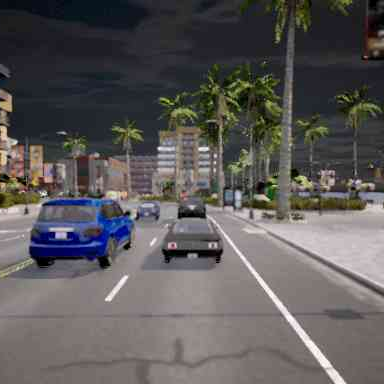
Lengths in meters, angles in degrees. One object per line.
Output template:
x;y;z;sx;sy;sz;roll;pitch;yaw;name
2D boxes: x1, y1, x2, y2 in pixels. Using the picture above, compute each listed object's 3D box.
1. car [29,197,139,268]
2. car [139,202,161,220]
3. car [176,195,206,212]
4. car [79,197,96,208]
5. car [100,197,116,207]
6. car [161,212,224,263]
-3.466;1.239;11.527;2.150;2.045;5.566;0;0;0;car
-3.682;1.563;28.345;1.812;1.442;4.674;0;0;-3;car
-0.079;1.258;26.566;2.150;2.045;5.566;0;0;-2;car
-16.013;1.559;50.813;2.128;1.511;4.902;0;0;-23;car
-13.788;1.577;54.382;1.837;1.490;4.892;0;0;-24;car
0.039;1.617;12.078;1.895;1.301;4.718;0;0;0;car
